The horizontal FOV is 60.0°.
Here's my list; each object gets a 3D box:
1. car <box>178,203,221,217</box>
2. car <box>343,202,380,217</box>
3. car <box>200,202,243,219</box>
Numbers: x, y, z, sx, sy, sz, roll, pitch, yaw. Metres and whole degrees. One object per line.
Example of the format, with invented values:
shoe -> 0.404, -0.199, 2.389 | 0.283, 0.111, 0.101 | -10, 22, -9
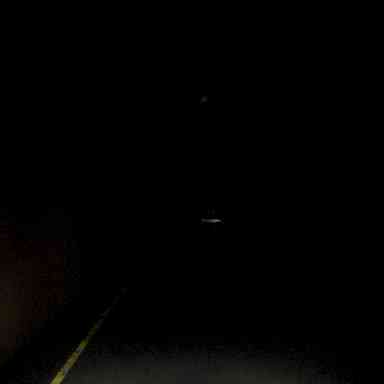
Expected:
car -> 0.880, 1.935, 35.814 | 1.895, 1.301, 4.718 | -1, -1, 42
car -> 18.399, 1.863, 36.111 | 4.674, 1.442, 1.812 | 1, -1, -30
car -> 3.168, 1.813, 33.049 | 1.837, 1.490, 4.892 | -1, -1, 42
